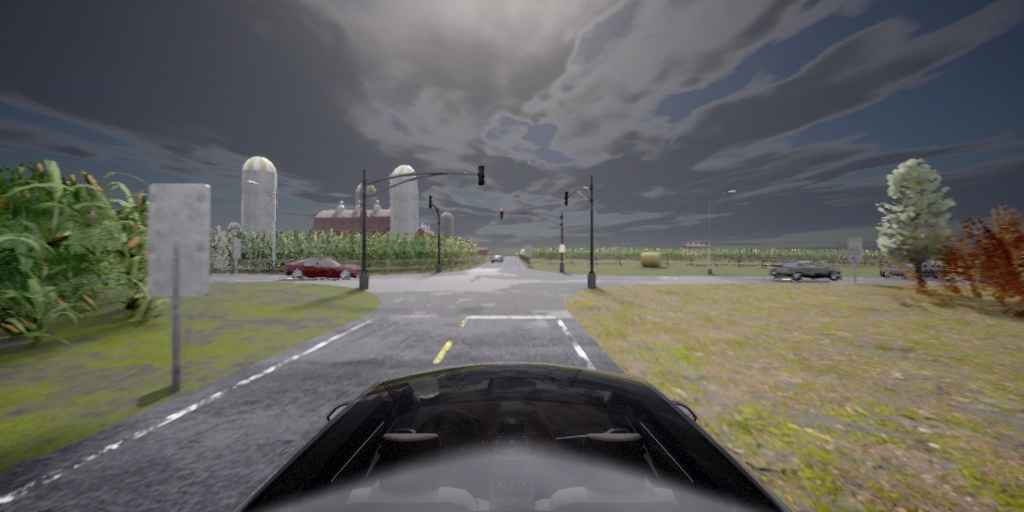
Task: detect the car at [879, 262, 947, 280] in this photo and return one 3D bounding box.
[{"bbox_3d":[34.751,1.252,31.142,4.892,1.490,1.837,1,-1,-4],"label":"car"}]

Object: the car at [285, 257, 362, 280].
[{"bbox_3d":[-12.605,0.861,24.396,5.008,1.535,1.882,1,-1,-3],"label":"car"}]

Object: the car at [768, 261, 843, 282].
[{"bbox_3d":[21.758,1.096,26.611,4.902,1.511,2.128,0,0,-4],"label":"car"}]

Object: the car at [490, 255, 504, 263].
[{"bbox_3d":[-2.720,0.575,63.498,1.994,1.385,4.181,0,1,0],"label":"car"}]
